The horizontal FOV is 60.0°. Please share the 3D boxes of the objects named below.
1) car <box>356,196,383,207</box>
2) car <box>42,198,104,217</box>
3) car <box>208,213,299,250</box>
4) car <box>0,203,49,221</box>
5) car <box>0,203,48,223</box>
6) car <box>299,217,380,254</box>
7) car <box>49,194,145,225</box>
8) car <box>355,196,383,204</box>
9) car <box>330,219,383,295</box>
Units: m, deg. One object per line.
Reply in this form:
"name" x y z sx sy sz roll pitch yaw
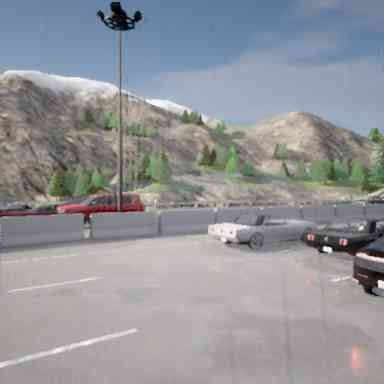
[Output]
"car" 26.639 1.316 48.209 5.357 1.411 2.033 0 0 -19
"car" -10.808 1.370 30.238 5.008 1.535 1.882 0 0 -32
"car" 3.113 1.540 13.985 4.718 1.301 1.895 0 0 -32
"car" -10.277 1.525 22.278 4.718 1.301 1.895 0 0 -33
"car" -13.297 1.520 24.450 4.718 1.301 1.895 0 0 -34
"car" 6.251 1.544 11.783 4.718 1.301 1.895 0 0 -31
"car" -5.713 1.144 21.074 5.566 2.045 2.150 0 0 -33
"car" 23.516 1.283 43.358 4.902 1.511 2.128 0 0 -20
"car" 5.538 1.454 7.235 4.902 1.511 2.128 0 0 -32
